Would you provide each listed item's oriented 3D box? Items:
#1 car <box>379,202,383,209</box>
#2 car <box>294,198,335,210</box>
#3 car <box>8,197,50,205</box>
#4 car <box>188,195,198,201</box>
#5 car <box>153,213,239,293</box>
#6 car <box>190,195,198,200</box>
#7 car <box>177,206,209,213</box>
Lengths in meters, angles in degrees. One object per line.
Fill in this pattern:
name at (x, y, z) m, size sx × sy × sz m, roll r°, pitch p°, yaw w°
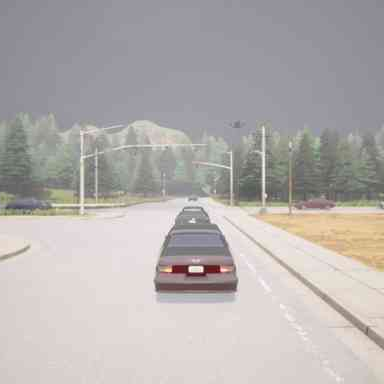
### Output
car at (25.040, 1.404, 39.990) m, size 4.674 × 1.442 × 1.812 m, roll 0°, pitch 0°, yaw 1°
car at (14.761, 1.440, 40.185) m, size 4.674 × 1.442 × 1.812 m, roll 0°, pitch 0°, yaw 1°
car at (-18.043, 1.387, 37.115) m, size 4.553 × 1.767 × 2.097 m, roll 0°, pitch 0°, yaw 1°
car at (0.166, 1.473, 78.602) m, size 1.895 × 1.301 × 4.718 m, roll 0°, pitch 0°, yaw 1°
car at (0.084, 1.537, 8.947) m, size 2.033 × 1.411 × 5.357 m, roll 0°, pitch 0°, yaw 0°
car at (0.621, 1.408, 91.817) m, size 1.994 × 1.385 × 4.181 m, roll 0°, pitch 0°, yaw 2°
car at (0.065, 1.533, 19.554) m, size 1.994 × 1.385 × 4.181 m, roll 0°, pitch 0°, yaw 1°
